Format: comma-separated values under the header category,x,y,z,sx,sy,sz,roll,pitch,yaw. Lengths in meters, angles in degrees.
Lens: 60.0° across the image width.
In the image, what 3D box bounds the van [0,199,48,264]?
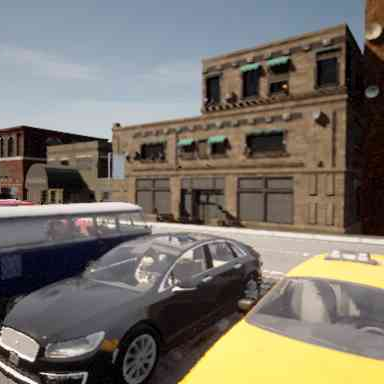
category,x,y,z,sx,sy,sz,roll,pitch,yaw
van,-7.088,1.250,10.351,1.878,1.987,4.442,0,0,36

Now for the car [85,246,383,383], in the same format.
category,x,y,z,sx,sy,sz,roll,pitch,yaw
car,1.696,1.476,3.709,1.946,1.575,5.366,0,0,36

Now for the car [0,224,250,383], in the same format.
category,x,y,z,sx,sy,sz,roll,pitch,yaw
car,-0.457,1.480,5.482,2.231,1.521,4.892,0,0,36

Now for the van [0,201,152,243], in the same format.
category,x,y,z,sx,sy,sz,roll,pitch,yaw
van,-2.659,1.252,7.189,1.878,1.987,4.442,0,0,36

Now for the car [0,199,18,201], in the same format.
category,x,y,z,sx,sy,sz,roll,pitch,yaw
car,-4.975,1.226,8.734,2.435,2.045,5.566,0,0,36
